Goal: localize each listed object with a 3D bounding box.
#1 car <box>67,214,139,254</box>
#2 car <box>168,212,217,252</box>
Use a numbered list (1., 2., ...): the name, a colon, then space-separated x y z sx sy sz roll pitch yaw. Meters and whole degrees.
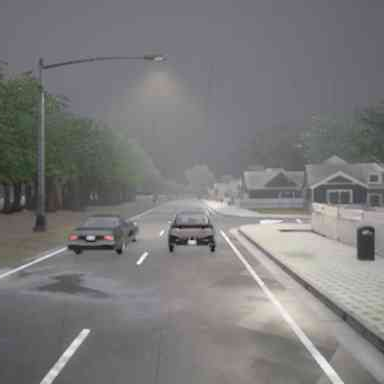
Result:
1. car: -3.494 1.640 13.985 2.033 1.411 5.357 0 0 0
2. car: 0.012 1.587 14.289 2.128 1.511 4.902 0 0 0
